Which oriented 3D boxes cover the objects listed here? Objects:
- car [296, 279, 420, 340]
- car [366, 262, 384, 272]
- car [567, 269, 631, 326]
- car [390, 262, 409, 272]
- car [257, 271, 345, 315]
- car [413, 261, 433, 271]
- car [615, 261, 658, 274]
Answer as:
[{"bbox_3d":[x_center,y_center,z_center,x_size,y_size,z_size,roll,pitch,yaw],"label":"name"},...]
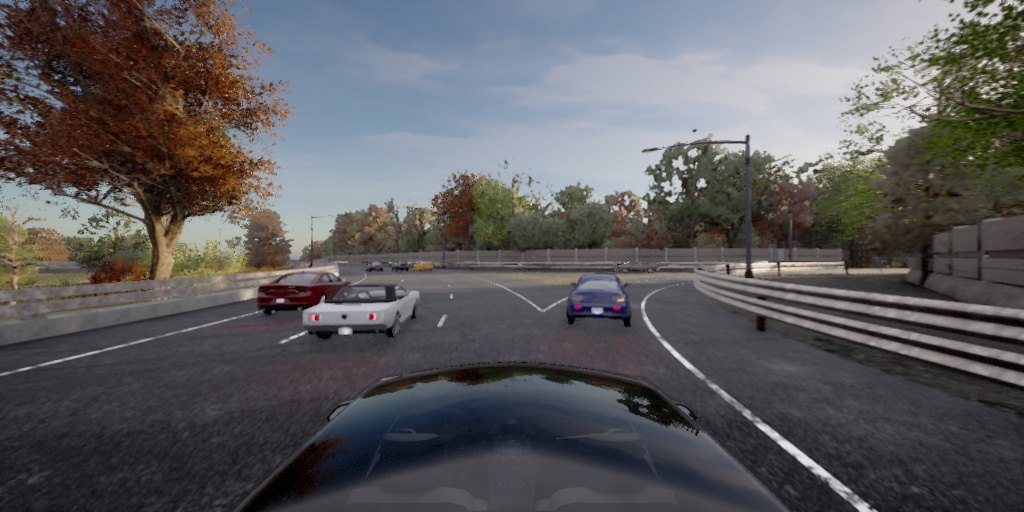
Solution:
[{"bbox_3d":[-3.904,1.407,10.231,1.895,1.301,4.718,0,0,-5],"label":"car"},{"bbox_3d":[-19.849,1.595,51.848,1.812,1.442,4.674,0,0,-31],"label":"car"},{"bbox_3d":[2.894,1.309,11.850,1.812,1.442,4.674,-1,0,15],"label":"car"},{"bbox_3d":[-16.775,1.568,53.522,1.837,1.490,4.892,0,0,-31],"label":"car"},{"bbox_3d":[-7.843,1.320,14.139,1.882,1.535,5.008,0,0,-7],"label":"car"},{"bbox_3d":[-13.701,1.534,55.196,1.882,1.535,5.008,0,0,-31],"label":"car"},{"bbox_3d":[15.075,1.377,43.489,4.902,1.511,2.128,0,0,6],"label":"car"}]
